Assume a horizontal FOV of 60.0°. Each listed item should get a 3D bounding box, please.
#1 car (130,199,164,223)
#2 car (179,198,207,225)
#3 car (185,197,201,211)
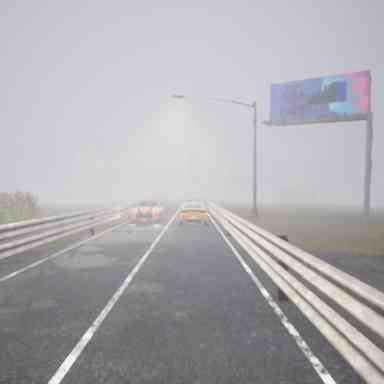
[{"bbox_3d":[-3.299,1.343,25.262,2.097,1.767,4.553,0,0,0],"label":"car"},{"bbox_3d":[0.100,1.470,24.152,1.882,1.535,5.008,0,0,0],"label":"car"},{"bbox_3d":[0.097,1.464,42.512,1.882,1.535,5.008,0,0,0],"label":"car"}]
